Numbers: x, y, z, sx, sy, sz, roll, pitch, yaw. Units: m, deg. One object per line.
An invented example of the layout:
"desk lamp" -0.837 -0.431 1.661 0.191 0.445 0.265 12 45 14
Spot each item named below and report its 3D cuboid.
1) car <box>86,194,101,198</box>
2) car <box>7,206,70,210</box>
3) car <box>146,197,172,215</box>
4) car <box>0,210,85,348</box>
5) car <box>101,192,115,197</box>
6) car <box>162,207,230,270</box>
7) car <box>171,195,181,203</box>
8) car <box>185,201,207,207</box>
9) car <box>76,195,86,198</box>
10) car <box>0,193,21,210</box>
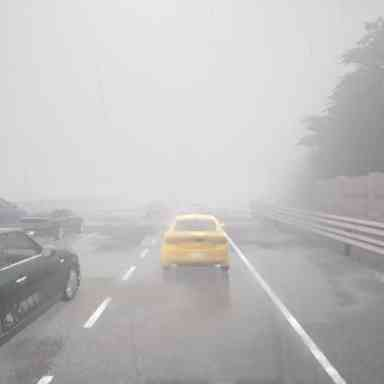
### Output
"car" -24.454 1.421 84.167 1.837 1.490 4.892 0 0 0
"car" -6.875 1.510 16.611 1.837 1.490 4.892 0 0 0
"car" -3.412 1.490 33.460 1.882 1.535 5.008 0 0 0
"car" -3.499 1.353 5.438 2.097 1.767 4.553 0 0 0
"car" -20.954 1.474 84.204 1.994 1.385 4.181 0 0 0
"car" 0.110 1.481 11.070 1.882 1.535 5.008 0 0 0
"car" -3.383 1.372 67.128 2.097 1.767 4.553 0 0 0
"car" 0.343 1.535 29.172 1.812 1.442 4.674 0 0 3
"car" -27.954 1.446 84.131 2.128 1.511 4.902 0 0 0
"car" -10.376 1.226 16.694 2.150 2.045 5.566 0 0 0
